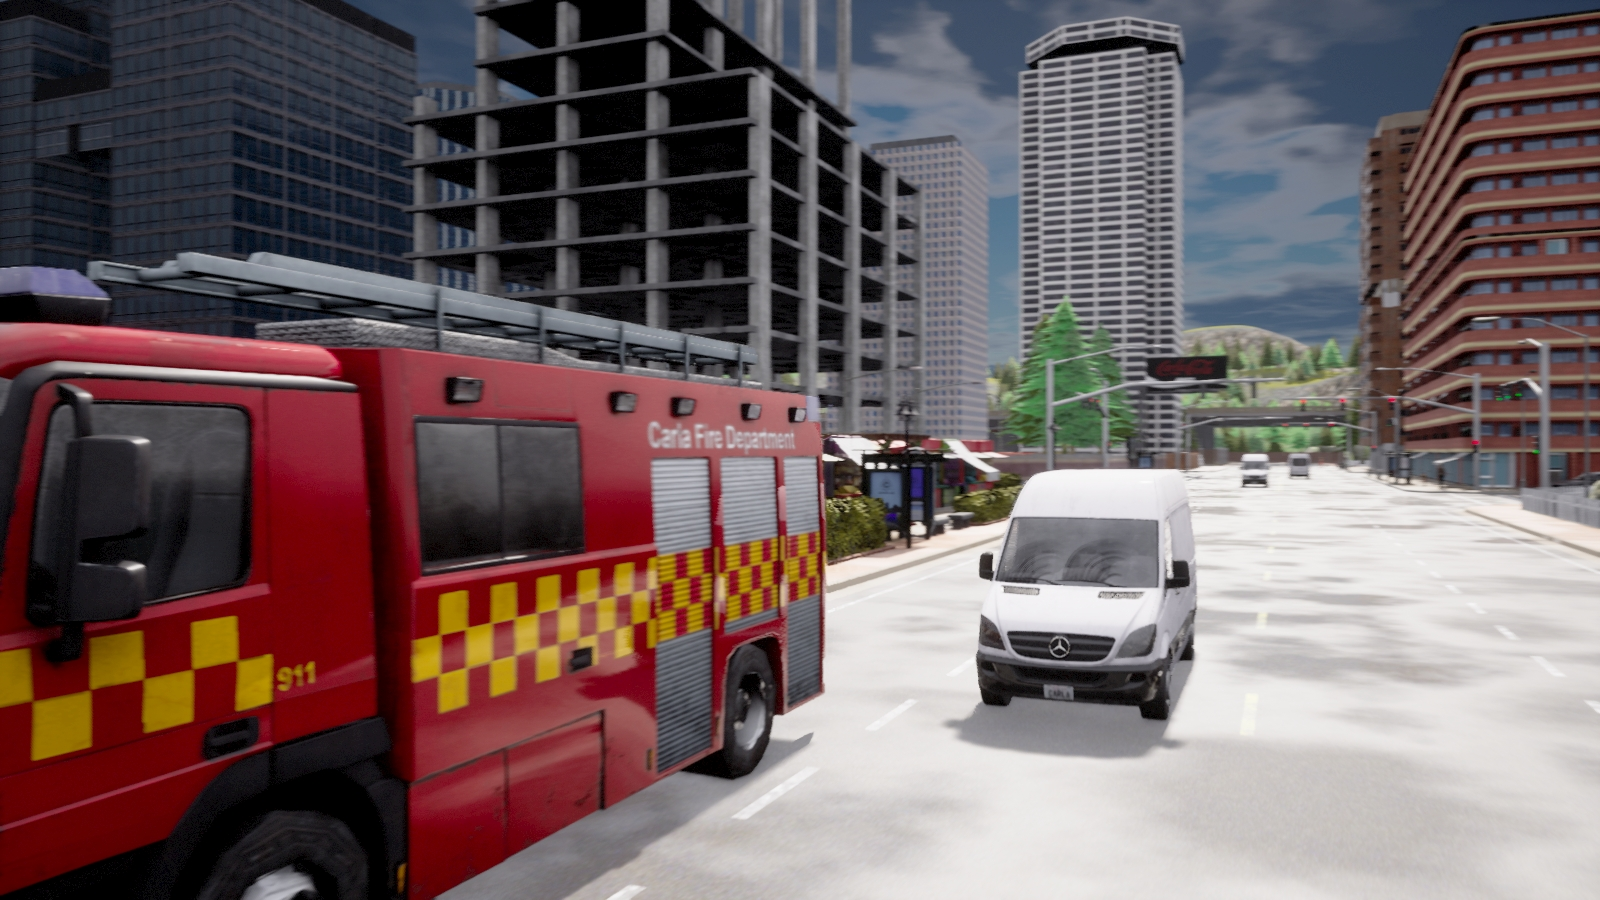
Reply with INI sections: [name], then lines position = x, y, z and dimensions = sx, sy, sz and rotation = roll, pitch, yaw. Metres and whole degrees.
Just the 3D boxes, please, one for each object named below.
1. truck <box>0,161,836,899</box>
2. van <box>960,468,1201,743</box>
[truck]
position = -2.628, 0.904, 8.153
dimensions = 2.891, 3.827, 8.468
rotation = 0, 0, 23
[van]
position = 3.723, 1.550, 14.146
dimensions = 1.988, 2.561, 5.915
rotation = 0, 0, 23
